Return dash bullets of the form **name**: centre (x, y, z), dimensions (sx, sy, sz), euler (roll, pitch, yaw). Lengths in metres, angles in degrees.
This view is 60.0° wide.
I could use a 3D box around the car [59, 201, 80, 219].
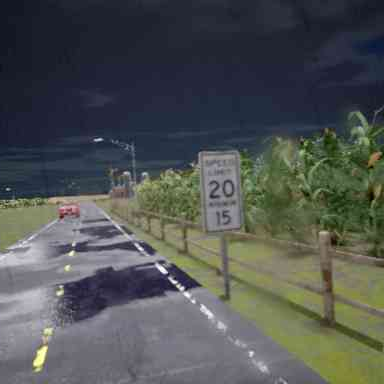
- **car**: centre (-14.849, 2.119, 40.557), dimensions (2.150, 2.045, 5.566), euler (-4, 0, -17)
